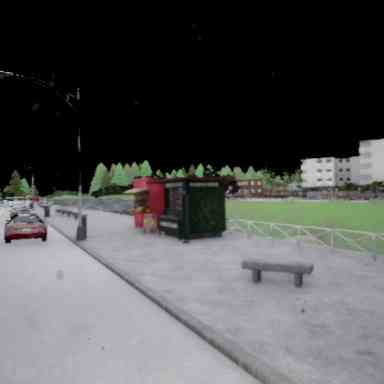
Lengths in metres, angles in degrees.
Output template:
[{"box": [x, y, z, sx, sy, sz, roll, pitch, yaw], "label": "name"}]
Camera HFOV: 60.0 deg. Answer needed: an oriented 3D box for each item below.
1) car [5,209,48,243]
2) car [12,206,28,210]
[{"box": [-9.020, 1.862, 18.093, 1.994, 1.385, 4.181, -1, 0, -28], "label": "car"}, {"box": [-16.978, 2.100, 32.909, 2.033, 1.411, 5.357, -1, 0, -28], "label": "car"}]
